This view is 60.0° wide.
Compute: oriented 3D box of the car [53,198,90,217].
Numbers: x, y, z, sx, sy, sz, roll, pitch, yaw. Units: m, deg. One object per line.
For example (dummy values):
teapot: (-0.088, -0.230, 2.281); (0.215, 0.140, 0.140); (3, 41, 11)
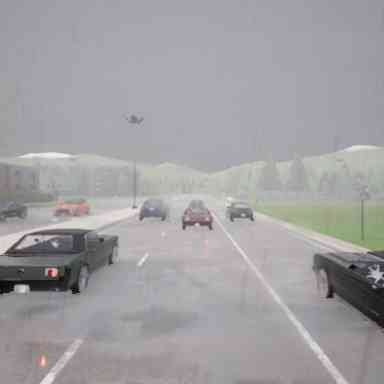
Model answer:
car: (-11.181, 1.392, 31.209); (2.097, 1.767, 4.553); (0, 0, 1)

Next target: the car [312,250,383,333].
car: (3.663, 1.614, 5.543); (1.895, 1.301, 4.718); (0, 0, 0)

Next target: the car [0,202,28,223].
car: (-14.784, 1.522, 26.079); (2.128, 1.511, 4.902); (0, 0, 1)

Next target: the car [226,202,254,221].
car: (3.884, 1.576, 27.301); (1.812, 1.442, 4.674); (0, 0, 0)

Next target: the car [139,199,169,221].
car: (-3.095, 1.396, 28.118); (2.097, 1.767, 4.553); (0, 0, 1)

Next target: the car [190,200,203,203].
car: (0.539, 1.615, 39.871); (2.033, 1.411, 5.357); (0, 0, 1)

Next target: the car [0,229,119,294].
car: (-3.305, 1.612, 8.751); (1.895, 1.301, 4.718); (0, 0, 1)

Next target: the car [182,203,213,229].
car: (0.334, 1.638, 21.874); (1.895, 1.301, 4.718); (0, 0, 1)
